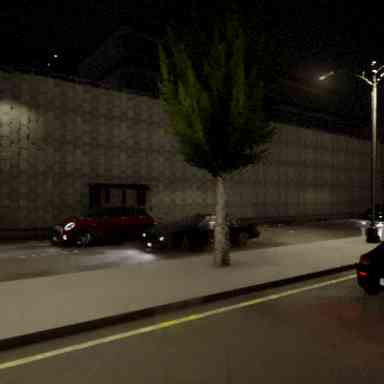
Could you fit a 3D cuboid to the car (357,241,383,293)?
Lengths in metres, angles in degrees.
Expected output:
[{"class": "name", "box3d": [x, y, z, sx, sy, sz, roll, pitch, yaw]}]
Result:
[{"class": "car", "box3d": [5.688, 1.624, 7.802, 4.674, 1.442, 1.812, 1, 0, -35]}]

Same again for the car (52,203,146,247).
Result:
[{"class": "car", "box3d": [-3.918, 1.414, 15.322, 4.553, 1.767, 2.097, 1, 0, -35]}]

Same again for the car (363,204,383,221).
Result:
[{"class": "car", "box3d": [17.685, 1.855, 30.713, 4.892, 1.490, 1.837, 0, 0, -35]}]

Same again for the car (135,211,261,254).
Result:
[{"class": "car", "box3d": [0.552, 1.642, 14.212, 5.357, 1.411, 2.033, 1, 0, -35]}]
